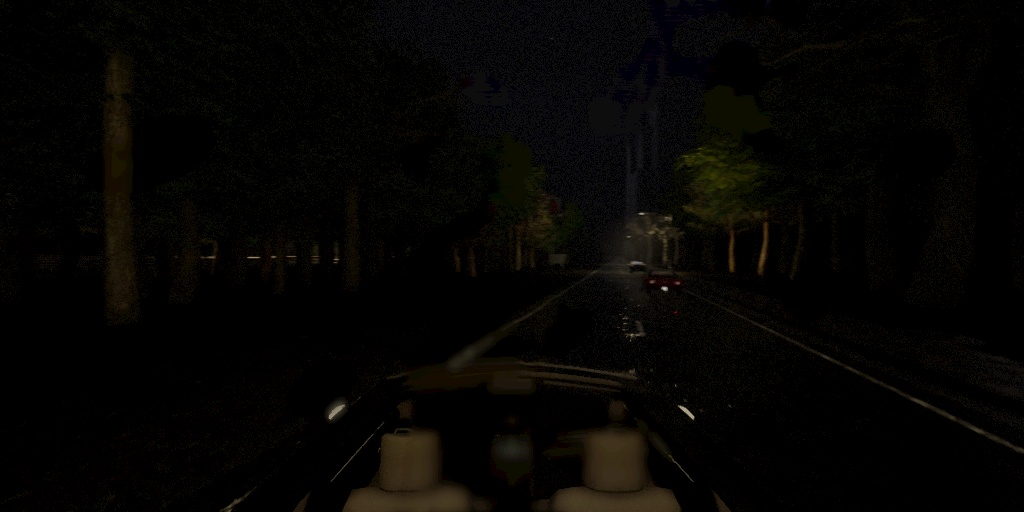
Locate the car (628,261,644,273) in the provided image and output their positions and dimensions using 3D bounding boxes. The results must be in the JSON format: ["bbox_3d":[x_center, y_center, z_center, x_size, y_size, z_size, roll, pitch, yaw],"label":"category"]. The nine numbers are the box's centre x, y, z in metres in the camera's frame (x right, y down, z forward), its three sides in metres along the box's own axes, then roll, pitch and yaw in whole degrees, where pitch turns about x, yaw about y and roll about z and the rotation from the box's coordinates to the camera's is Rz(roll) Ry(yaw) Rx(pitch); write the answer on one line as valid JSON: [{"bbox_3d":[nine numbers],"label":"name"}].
[{"bbox_3d":[16.368,1.463,47.104,2.128,1.511,4.902,1,0,16],"label":"car"}]

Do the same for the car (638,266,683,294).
[{"bbox_3d":[8.898,1.469,21.551,1.895,1.301,4.718,1,0,16],"label":"car"}]
